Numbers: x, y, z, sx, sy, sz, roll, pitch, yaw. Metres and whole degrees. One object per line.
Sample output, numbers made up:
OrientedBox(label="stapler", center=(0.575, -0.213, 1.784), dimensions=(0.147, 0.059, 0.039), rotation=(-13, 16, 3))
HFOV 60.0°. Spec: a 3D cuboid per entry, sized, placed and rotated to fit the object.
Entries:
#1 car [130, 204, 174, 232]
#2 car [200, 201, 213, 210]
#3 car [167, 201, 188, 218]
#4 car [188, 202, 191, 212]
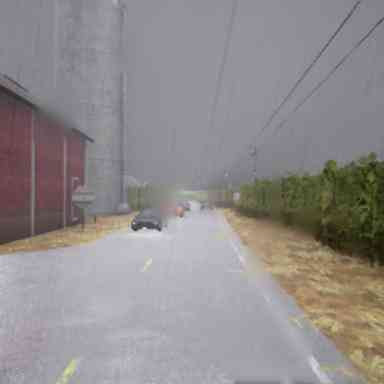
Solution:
OrientedBox(label="car", center=(-2.689, 1.807, 22.465), dimensions=(2.033, 1.411, 5.357), rotation=(0, -1, 3))
OrientedBox(label="car", center=(2.243, 2.100, 52.540), dimensions=(2.128, 1.511, 4.902), rotation=(0, -1, 1))
OrientedBox(label="car", center=(-1.941, 1.760, 35.314), dimensions=(2.097, 1.767, 4.553), rotation=(0, -1, 4))
OrientedBox(label="car", center=(-1.194, 2.065, 48.488), dimensions=(1.837, 1.490, 4.892), rotation=(0, -1, 2))
